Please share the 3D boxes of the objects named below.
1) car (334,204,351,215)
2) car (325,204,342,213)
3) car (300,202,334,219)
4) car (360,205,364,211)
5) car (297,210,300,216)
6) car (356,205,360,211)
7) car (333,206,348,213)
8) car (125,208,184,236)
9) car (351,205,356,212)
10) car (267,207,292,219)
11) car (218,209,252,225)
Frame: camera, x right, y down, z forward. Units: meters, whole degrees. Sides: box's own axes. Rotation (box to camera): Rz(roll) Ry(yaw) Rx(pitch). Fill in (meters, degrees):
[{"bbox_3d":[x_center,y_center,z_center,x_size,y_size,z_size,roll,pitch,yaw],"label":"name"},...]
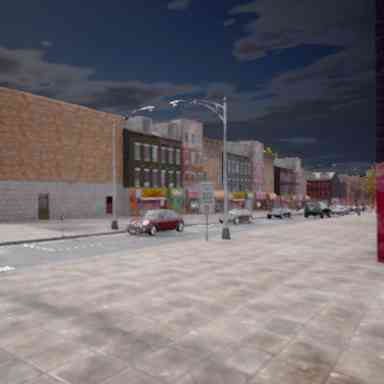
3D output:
[{"bbox_3d":[23.233,2.965,52.408,1.895,1.301,4.718,0,-2,36],"label":"car"},{"bbox_3d":[26.138,3.068,61.227,1.967,1.590,4.097,-2,-3,36],"label":"car"},{"bbox_3d":[15.921,2.254,42.169,2.150,2.045,5.566,0,-2,36],"label":"car"},{"bbox_3d":[41.960,4.023,83.378,1.802,1.307,4.206,-2,-3,35],"label":"car"},{"bbox_3d":[16.549,2.704,47.789,1.752,1.417,4.829,-2,-3,36],"label":"car"},{"bbox_3d":[35.632,3.659,74.517,2.008,1.369,4.403,-2,-3,35],"label":"car"},{"bbox_3d":[29.303,3.367,65.647,1.802,1.307,4.206,-2,-3,36],"label":"car"},{"bbox_3d":[-2.339,1.860,21.335,1.967,1.590,4.097,-2,-2,36],"label":"car"},{"bbox_3d":[32.468,3.496,70.085,2.008,1.369,4.403,-2,-3,35],"label":"car"},{"bbox_3d":[10.321,2.475,39.062,1.947,1.339,4.313,-2,-3,36],"label":"car"},{"bbox_3d":[3.991,2.207,30.196,2.008,1.369,4.403,-2,-2,36],"label":"car"}]
